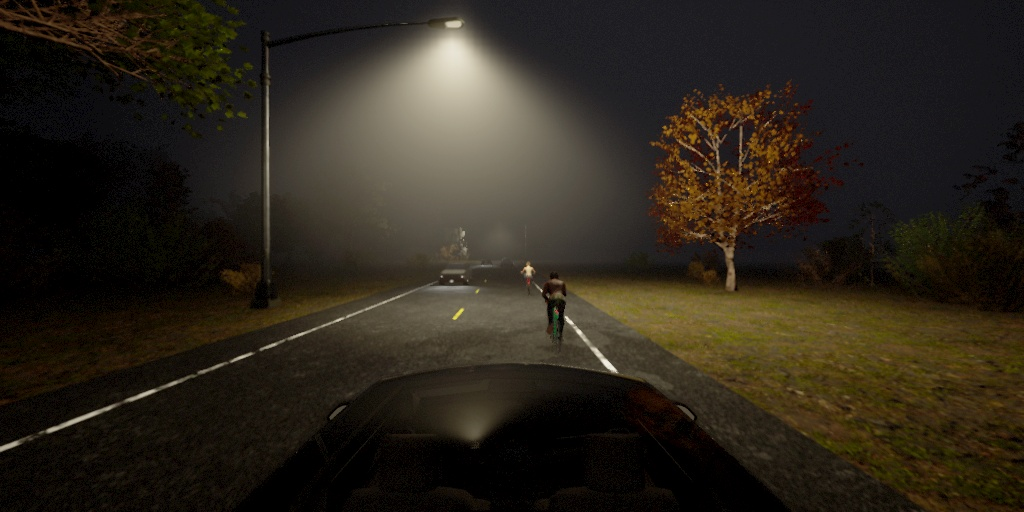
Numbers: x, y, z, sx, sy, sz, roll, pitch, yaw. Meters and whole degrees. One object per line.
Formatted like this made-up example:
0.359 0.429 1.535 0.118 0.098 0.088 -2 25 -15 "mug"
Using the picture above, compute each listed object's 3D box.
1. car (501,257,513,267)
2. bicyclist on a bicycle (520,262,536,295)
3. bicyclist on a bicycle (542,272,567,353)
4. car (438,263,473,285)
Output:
-0.845 0.977 57.854 1.812 1.442 4.674 0 0 -1 "car"
0.824 1.101 18.164 0.866 1.612 1.509 0 0 0 "bicyclist on a bicycle"
0.938 1.171 7.797 0.582 1.620 1.656 0 0 0 "bicyclist on a bicycle"
-3.811 1.175 25.066 2.033 1.411 5.357 0 0 -1 "car"
